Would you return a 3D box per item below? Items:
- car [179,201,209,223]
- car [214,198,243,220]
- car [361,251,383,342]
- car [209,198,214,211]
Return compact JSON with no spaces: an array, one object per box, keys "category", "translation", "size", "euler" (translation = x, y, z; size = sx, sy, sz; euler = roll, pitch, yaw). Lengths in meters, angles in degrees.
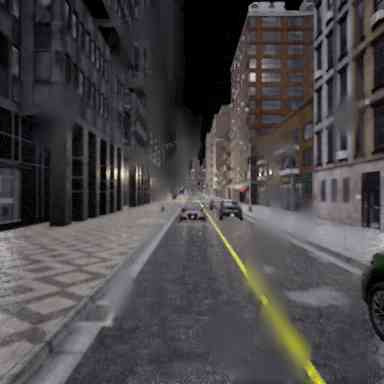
[{"category":"car","translation":[0.045,1.556,25.614],"size":[1.994,1.385,4.181],"euler":[0,0,0]},{"category":"car","translation":[3.086,1.504,27.741],"size":[1.837,1.490,4.892],"euler":[0,0,0]},{"category":"car","translation":[3.903,1.233,3.222],"size":[2.150,2.045,5.566],"euler":[0,0,0]},{"category":"car","translation":[3.104,1.485,41.502],"size":[2.128,1.511,4.902],"euler":[0,0,1]}]
